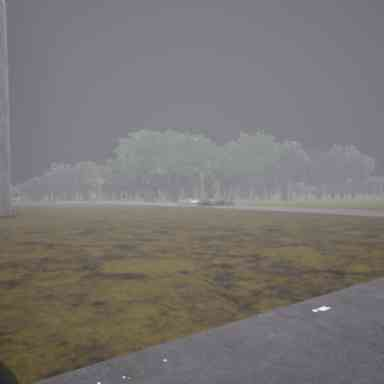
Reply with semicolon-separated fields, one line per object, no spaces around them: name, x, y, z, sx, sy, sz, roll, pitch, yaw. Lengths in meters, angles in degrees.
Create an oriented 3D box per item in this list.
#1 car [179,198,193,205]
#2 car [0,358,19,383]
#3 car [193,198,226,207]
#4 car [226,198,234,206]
car;-0.885;1.922;69.785;1.895;1.301;4.718;-2;0;-36
car;-2.770;1.560;1.102;4.181;1.385;1.994;0;0;-35
car;3.097;1.913;59.430;2.033;1.411;5.357;-2;0;-35
car;5.574;1.790;60.844;2.128;1.511;4.902;-2;0;-35
